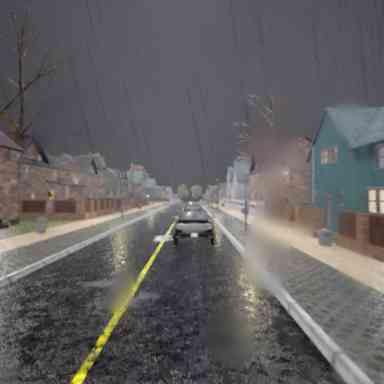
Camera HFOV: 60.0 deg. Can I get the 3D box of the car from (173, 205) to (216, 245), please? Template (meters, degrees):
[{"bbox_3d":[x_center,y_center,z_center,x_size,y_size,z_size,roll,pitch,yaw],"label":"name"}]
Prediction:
[{"bbox_3d":[0.098,1.582,16.127,2.128,1.511,4.902,0,0,0],"label":"car"}]

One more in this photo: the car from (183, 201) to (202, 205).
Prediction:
[{"bbox_3d":[0.102,1.731,36.037,2.128,1.511,4.902,0,-1,0],"label":"car"}]
